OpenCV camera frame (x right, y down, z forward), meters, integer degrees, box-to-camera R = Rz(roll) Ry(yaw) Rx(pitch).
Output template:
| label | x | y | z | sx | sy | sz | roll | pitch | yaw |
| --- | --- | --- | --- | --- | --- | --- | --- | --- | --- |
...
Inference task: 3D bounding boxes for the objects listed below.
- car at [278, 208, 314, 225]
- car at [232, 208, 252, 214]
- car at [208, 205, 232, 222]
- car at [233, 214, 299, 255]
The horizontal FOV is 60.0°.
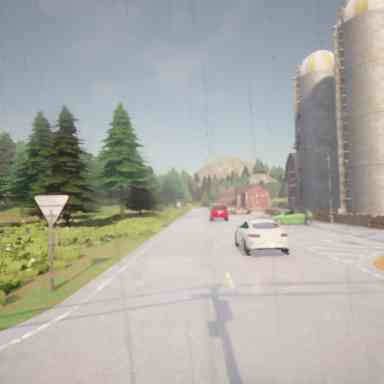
| label | x | y | z | sx | sy | sz | roll | pitch | yaw |
| --- | --- | --- | --- | --- | --- | --- | --- | --- | --- |
| car | 9.276 | 2.347 | 31.451 | 3.988 | 1.617 | 1.851 | -2 | -2 | 0 |
| car | 9.425 | 3.692 | 64.436 | 4.181 | 1.381 | 1.994 | -2 | -2 | 0 |
| car | 3.492 | 2.685 | 42.810 | 2.150 | 2.045 | 5.566 | -2 | -2 | 1 |
| car | 3.074 | 1.921 | 15.079 | 1.812 | 1.442 | 4.674 | -2 | -2 | 0 |
